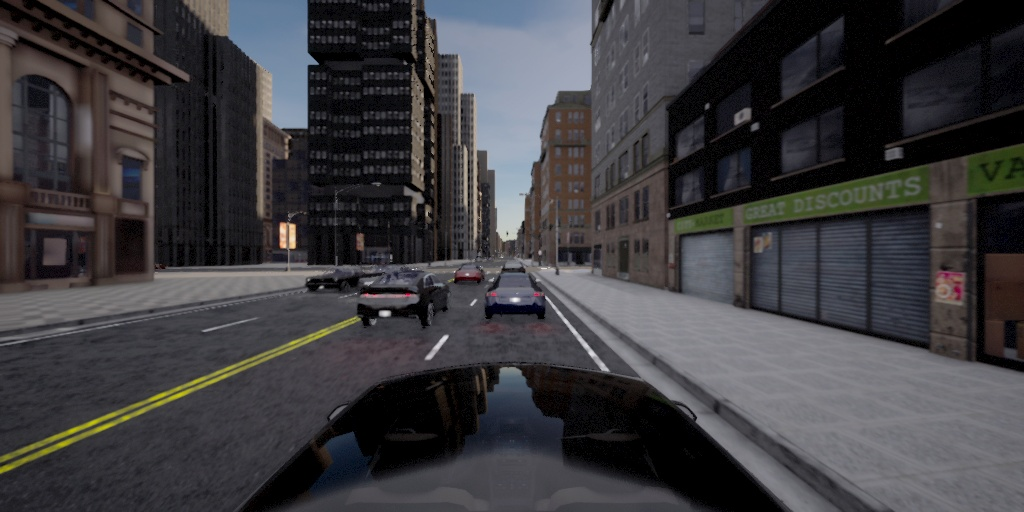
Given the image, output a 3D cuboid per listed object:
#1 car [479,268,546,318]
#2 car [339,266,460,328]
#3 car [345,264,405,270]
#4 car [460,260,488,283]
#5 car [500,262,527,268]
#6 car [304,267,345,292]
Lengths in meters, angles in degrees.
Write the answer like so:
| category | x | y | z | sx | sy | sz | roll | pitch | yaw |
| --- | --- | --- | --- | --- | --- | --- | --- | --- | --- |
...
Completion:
| category | x | y | z | sx | sy | sz | roll | pitch | yaw |
| --- | --- | --- | --- | --- | --- | --- | --- | --- | --- |
| car | 0.101 | 1.291 | 12.827 | 1.994 | 1.385 | 4.181 | 0 | 0 | 0 |
| car | -3.151 | 1.221 | 11.332 | 2.128 | 1.511 | 4.902 | 0 | 0 | 0 |
| car | -6.591 | 1.206 | 19.187 | 2.128 | 1.511 | 4.902 | 0 | 0 | 0 |
| car | -3.144 | 1.262 | 27.217 | 1.994 | 1.385 | 4.181 | 0 | 0 | 0 |
| car | 0.106 | 1.174 | 27.868 | 1.882 | 1.535 | 5.008 | 0 | 0 | 0 |
| car | -9.840 | 1.312 | 20.741 | 1.895 | 1.301 | 4.718 | 0 | 0 | 0 |
